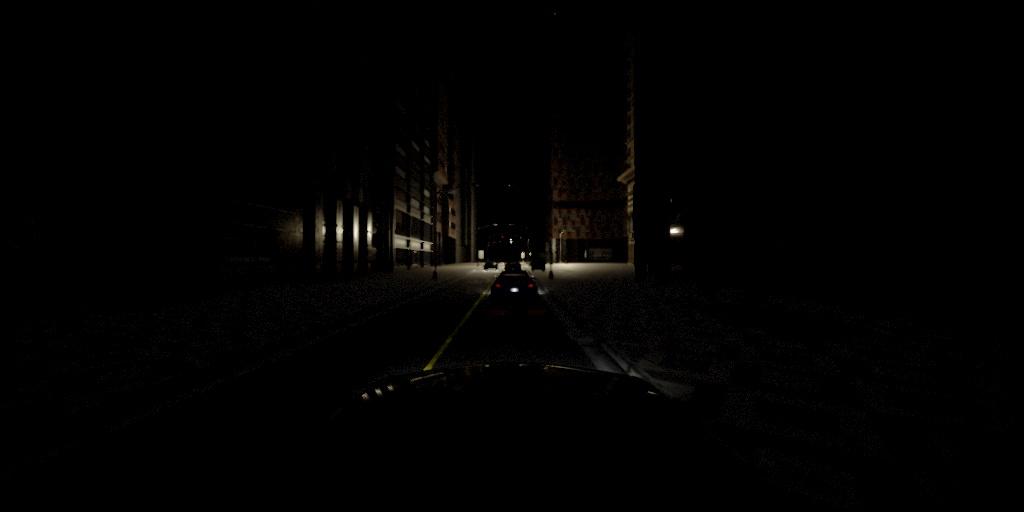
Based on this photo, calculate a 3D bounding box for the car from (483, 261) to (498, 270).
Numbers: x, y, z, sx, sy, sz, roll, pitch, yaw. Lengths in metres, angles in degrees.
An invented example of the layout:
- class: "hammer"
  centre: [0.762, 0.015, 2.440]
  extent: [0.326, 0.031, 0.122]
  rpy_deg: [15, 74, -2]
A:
- class: "car"
  centre: [-3.067, 1.362, 52.496]
  extent: [1.994, 1.385, 4.181]
  rpy_deg: [0, 0, 0]

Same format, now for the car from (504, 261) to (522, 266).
- class: "car"
  centre: [0.097, 1.265, 41.182]
  extent: [1.882, 1.535, 5.008]
  rpy_deg: [0, 0, 0]

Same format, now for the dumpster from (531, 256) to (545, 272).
- class: "dumpster"
  centre: [3.132, 1.185, 43.730]
  extent: [1.020, 1.700, 1.940]
  rpy_deg: [0, 0, 0]

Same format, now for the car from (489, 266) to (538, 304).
- class: "car"
  centre: [0.100, 1.327, 16.335]
  extent: [1.994, 1.385, 4.181]
  rpy_deg: [0, 0, 0]
